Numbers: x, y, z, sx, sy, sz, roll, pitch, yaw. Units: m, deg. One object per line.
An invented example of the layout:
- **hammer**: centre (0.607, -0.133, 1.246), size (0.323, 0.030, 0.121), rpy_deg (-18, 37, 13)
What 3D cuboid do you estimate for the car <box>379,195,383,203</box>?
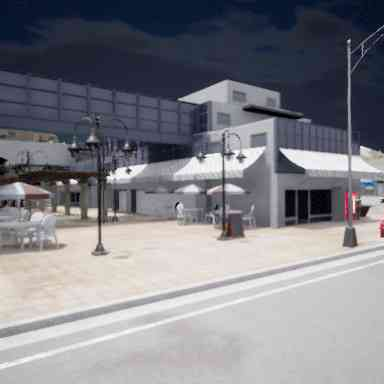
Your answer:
- **car**: centre (28.676, 0.865, 47.806), size (3.806, 1.475, 1.970), rpy_deg (-1, 0, -36)
